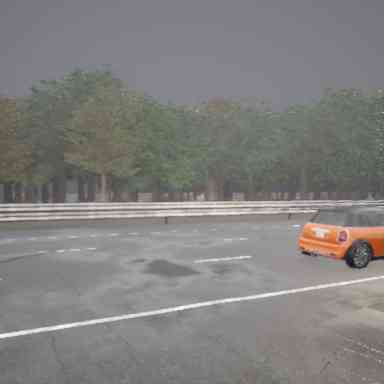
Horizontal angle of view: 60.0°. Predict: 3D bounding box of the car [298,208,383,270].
[{"bbox_3d":[5.800,1.302,10.952,4.553,1.767,2.097,0,1,-25],"label":"car"}]
